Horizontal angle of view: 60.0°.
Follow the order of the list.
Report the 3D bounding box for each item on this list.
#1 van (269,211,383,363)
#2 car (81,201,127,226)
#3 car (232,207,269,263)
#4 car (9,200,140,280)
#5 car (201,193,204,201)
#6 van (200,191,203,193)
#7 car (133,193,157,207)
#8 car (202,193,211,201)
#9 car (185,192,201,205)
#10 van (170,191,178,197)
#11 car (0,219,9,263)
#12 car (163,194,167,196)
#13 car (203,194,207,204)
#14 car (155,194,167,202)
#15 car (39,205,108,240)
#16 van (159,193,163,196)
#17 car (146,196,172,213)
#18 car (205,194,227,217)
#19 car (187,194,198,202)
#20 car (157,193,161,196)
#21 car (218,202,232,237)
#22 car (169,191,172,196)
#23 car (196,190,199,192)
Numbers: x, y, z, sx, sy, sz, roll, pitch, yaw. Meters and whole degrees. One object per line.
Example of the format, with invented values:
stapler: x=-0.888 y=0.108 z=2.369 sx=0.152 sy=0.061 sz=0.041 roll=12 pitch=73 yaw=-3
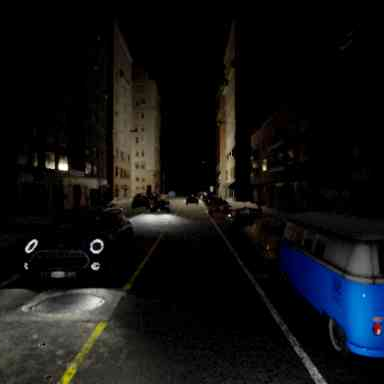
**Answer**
van: x=2.670 y=1.302 z=5.684 sx=1.690 sy=1.788 sz=3.998 roll=0 pitch=0 yaw=0
car: x=-5.846 y=1.390 z=22.689 sx=1.887 sy=1.381 sz=4.507 roll=0 pitch=0 yaw=0
car: x=2.673 y=1.447 z=11.525 sx=1.752 sy=1.417 sz=4.829 roll=0 pitch=0 yaw=0
car: x=-3.059 y=1.285 z=9.863 sx=2.097 sy=1.767 sz=4.553 roll=0 pitch=0 yaw=0
car: x=2.695 y=1.198 z=51.039 sx=2.008 sy=1.369 sz=4.403 roll=0 pitch=0 yaw=0
van: x=2.701 y=0.901 z=62.377 sx=1.690 sy=1.788 sz=3.998 roll=0 pitch=0 yaw=0
car: x=-5.837 y=1.041 z=39.692 sx=2.192 sy=1.841 sz=5.009 roll=0 pitch=0 yaw=0
car: x=2.691 y=1.253 z=45.370 sx=1.947 sy=1.339 sz=4.313 roll=0 pitch=0 yaw=0
car: x=0.047 y=1.183 z=49.466 sx=1.812 sy=1.442 sz=4.674 roll=0 pitch=1 yaw=0
van: x=-5.807 y=0.635 z=95.228 sx=1.690 sy=1.788 sz=3.998 roll=0 pitch=0 yaw=0
car: x=-5.852 y=1.449 z=11.183 sx=1.752 sy=1.417 sz=4.829 roll=0 pitch=0 yaw=0
car: x=-5.828 y=1.131 z=56.528 sx=1.752 sy=1.417 sz=4.829 roll=0 pitch=0 yaw=0
car: x=2.689 y=1.292 z=39.702 sx=1.947 sy=1.339 sz=4.313 roll=0 pitch=0 yaw=0
car: x=-5.825 y=1.086 z=62.197 sx=1.752 sy=1.417 sz=4.829 roll=0 pitch=0 yaw=0
car: x=-5.849 y=1.450 z=17.021 sx=1.947 sy=1.339 sz=4.313 roll=0 pitch=0 yaw=0
van: x=-5.831 y=0.988 z=51.028 sx=1.690 sy=1.788 sz=3.998 roll=0 pitch=0 yaw=0
car: x=-3.080 y=1.371 z=33.370 sx=1.895 sy=1.301 sz=4.718 roll=0 pitch=0 yaw=0
car: x=2.365 y=1.257 z=29.193 sx=1.801 sy=1.575 sz=5.366 roll=0 pitch=0 yaw=0
car: x=0.034 y=1.128 z=61.878 sx=1.994 sy=1.385 sz=4.181 roll=0 pitch=0 yaw=0
car: x=-5.834 y=1.237 z=45.361 sx=2.008 sy=1.369 sz=4.403 roll=0 pitch=0 yaw=0
car: x=2.677 y=1.435 z=17.024 sx=2.008 sy=1.369 sz=4.403 roll=0 pitch=0 yaw=0
car: x=-5.822 y=1.065 z=68.034 sx=2.008 sy=1.369 sz=4.403 roll=0 pitch=0 yaw=0
car: x=2.719 y=0.734 z=95.241 sx=1.967 sy=1.590 sz=4.097 roll=0 pitch=0 yaw=0
